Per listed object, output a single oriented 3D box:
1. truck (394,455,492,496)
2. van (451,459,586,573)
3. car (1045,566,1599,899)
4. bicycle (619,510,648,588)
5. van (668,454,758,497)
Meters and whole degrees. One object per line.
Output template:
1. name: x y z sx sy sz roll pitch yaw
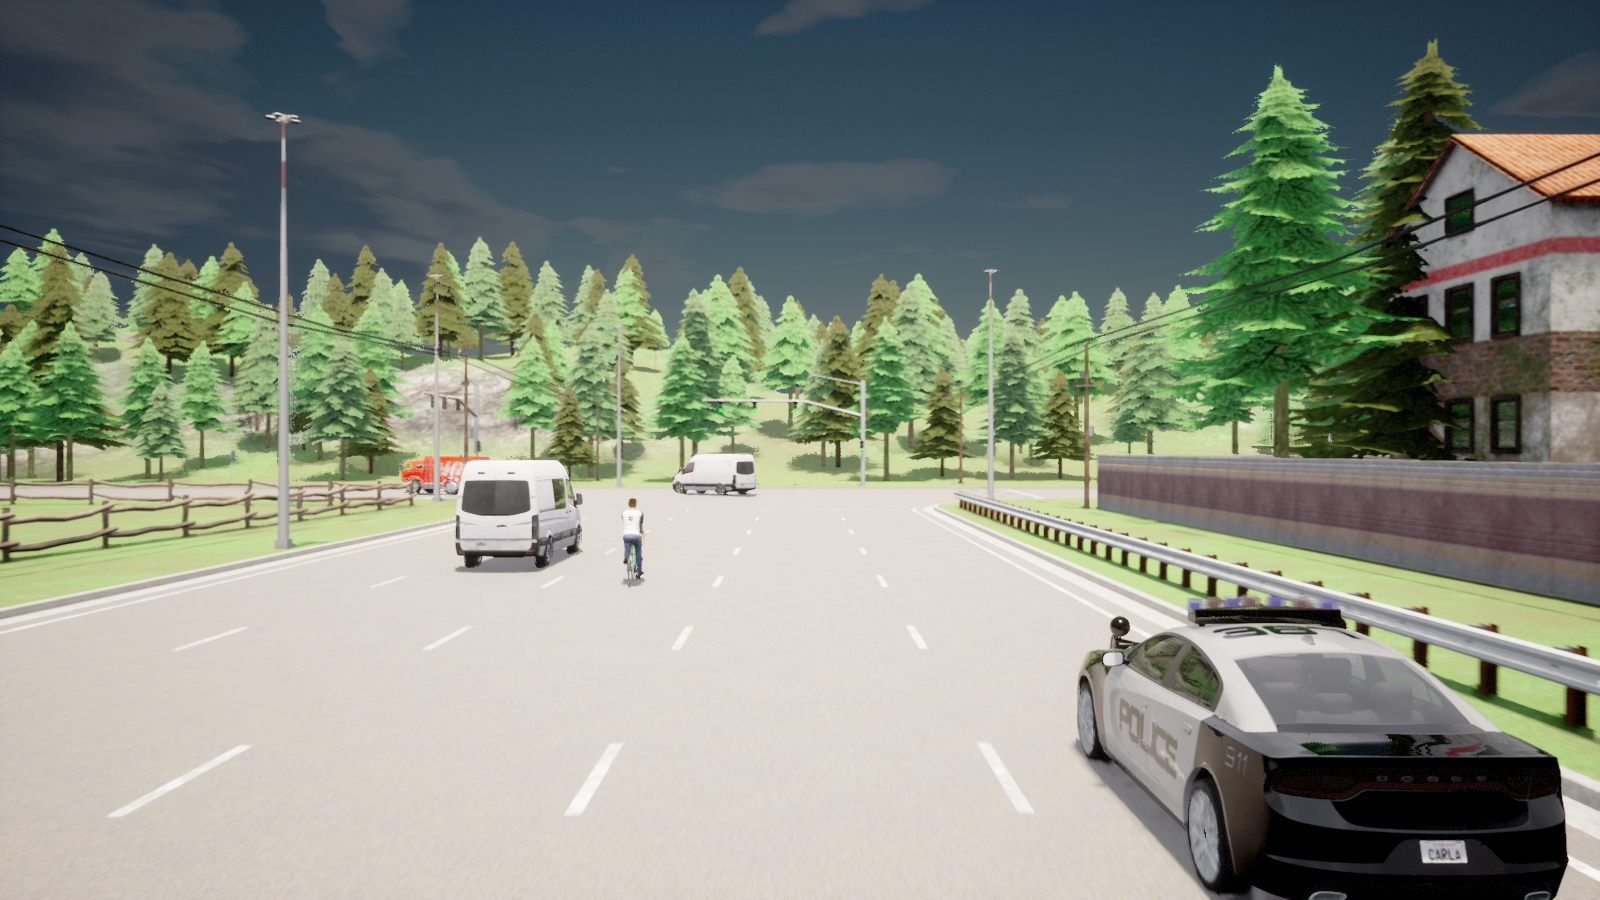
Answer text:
1. truck: -22.303 1.570 71.454 5.204 2.467 2.627 0 -1 12
2. van: -6.992 1.534 29.139 1.988 2.561 5.915 0 0 0
3. car: 3.501 1.982 8.801 2.097 1.638 5.238 0 0 0
4. bicycle: -3.498 2.056 24.033 0.373 1.496 1.643 0 0 0
5. van: -5.473 1.535 71.330 5.915 2.561 1.988 0 0 41
